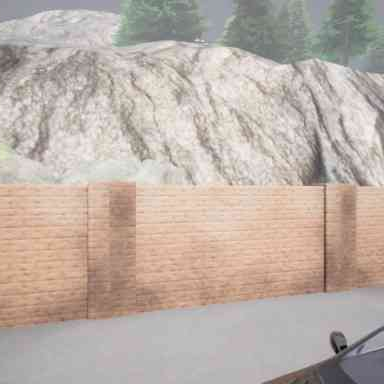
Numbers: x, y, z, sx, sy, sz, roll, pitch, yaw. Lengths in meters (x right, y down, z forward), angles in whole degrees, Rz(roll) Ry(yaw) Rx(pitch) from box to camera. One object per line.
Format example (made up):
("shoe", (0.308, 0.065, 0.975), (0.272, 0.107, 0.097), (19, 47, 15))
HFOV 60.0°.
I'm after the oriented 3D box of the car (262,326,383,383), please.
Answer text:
("car", (2.122, 1.492, 1.934), (4.902, 1.511, 2.128), (0, 0, -19))
